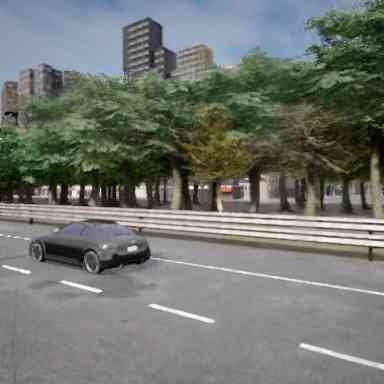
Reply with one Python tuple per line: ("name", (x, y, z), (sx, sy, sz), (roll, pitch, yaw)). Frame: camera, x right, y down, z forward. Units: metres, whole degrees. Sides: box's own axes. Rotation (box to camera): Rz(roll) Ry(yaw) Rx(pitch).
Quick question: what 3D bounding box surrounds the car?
("car", (-3.304, 1.568, 10.533), (4.181, 1.385, 1.994), (0, 0, 36))
